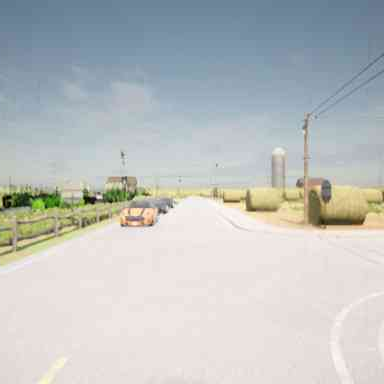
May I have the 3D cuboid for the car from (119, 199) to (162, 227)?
[{"bbox_3d":[-3.529,1.359,22.788,2.097,1.767,4.553,0,0,0],"label":"car"}]

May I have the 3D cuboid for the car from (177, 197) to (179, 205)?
[{"bbox_3d":[-3.316,1.501,60.791,1.882,1.535,5.008,0,0,0],"label":"car"}]

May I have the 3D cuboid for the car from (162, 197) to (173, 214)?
[{"bbox_3d":[-3.489,1.559,35.173,2.033,1.411,5.357,0,0,0],"label":"car"}]

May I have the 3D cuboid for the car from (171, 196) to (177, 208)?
[{"bbox_3d":[-3.445,1.520,45.829,1.837,1.490,4.892,0,0,0],"label":"car"}]
